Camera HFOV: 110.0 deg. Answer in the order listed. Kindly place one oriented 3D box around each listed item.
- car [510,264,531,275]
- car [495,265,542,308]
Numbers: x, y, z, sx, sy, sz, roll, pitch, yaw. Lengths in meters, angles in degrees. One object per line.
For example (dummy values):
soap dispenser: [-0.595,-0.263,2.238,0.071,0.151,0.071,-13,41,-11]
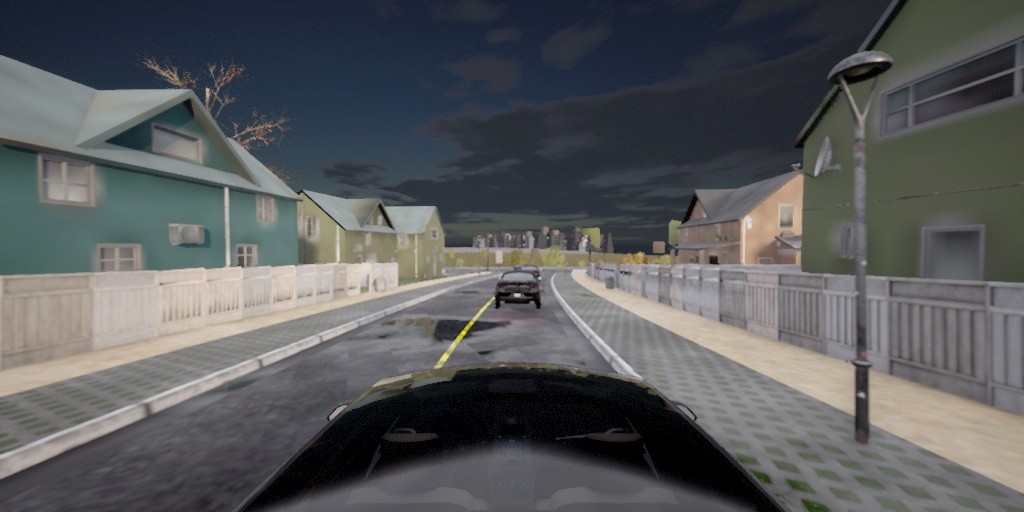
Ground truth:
car: [1.233,1.804,48.577,2.033,1.411,5.357,0,-1,10]
car: [0.337,1.369,16.227,1.882,1.535,5.008,0,0,3]
